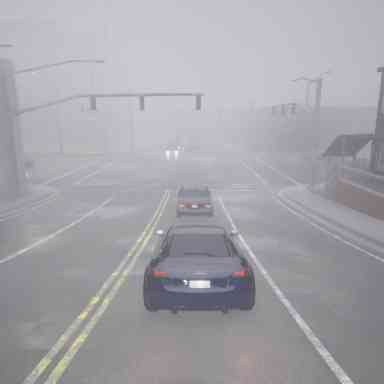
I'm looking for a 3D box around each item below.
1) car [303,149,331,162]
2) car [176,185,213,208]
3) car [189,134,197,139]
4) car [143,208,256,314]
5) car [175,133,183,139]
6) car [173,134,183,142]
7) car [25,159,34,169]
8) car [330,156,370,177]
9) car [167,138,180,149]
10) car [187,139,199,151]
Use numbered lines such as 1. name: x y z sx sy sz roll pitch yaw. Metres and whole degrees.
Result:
1. car: 16.193 -4.550 41.318 4.674 1.442 1.812 0 12 0
2. car: 0.126 0.338 17.430 2.033 1.411 5.357 0 8 0
3. car: 0.151 -13.739 83.195 1.812 1.442 4.674 0 12 0
4. car: 0.117 1.346 7.374 1.994 1.385 4.181 0 3 0
5. car: -3.340 -14.790 87.987 1.812 1.442 4.674 0 12 0
6. car: -3.376 -10.488 68.397 2.128 1.511 4.902 0 12 0
7. car: -19.081 -3.076 34.442 5.008 1.535 1.882 0 12 0
8. car: 15.897 -2.301 30.847 5.008 1.535 1.882 0 12 0
9. car: -3.466 -8.293 58.750 1.895 1.301 4.718 0 12 -2
10. car: 0.209 -7.592 55.551 1.895 1.301 4.718 0 12 0
